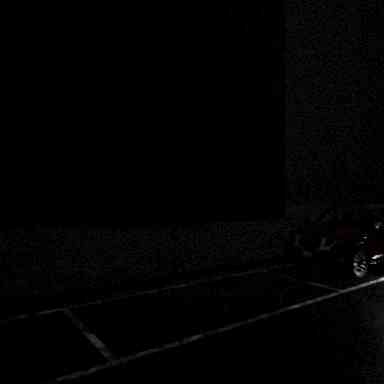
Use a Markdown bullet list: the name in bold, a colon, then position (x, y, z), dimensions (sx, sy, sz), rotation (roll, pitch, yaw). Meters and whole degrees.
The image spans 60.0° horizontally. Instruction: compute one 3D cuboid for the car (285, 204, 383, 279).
- **car**: position (5.097, 1.332, 10.284), dimensions (5.009, 1.841, 2.192), rotation (0, 0, -35)
